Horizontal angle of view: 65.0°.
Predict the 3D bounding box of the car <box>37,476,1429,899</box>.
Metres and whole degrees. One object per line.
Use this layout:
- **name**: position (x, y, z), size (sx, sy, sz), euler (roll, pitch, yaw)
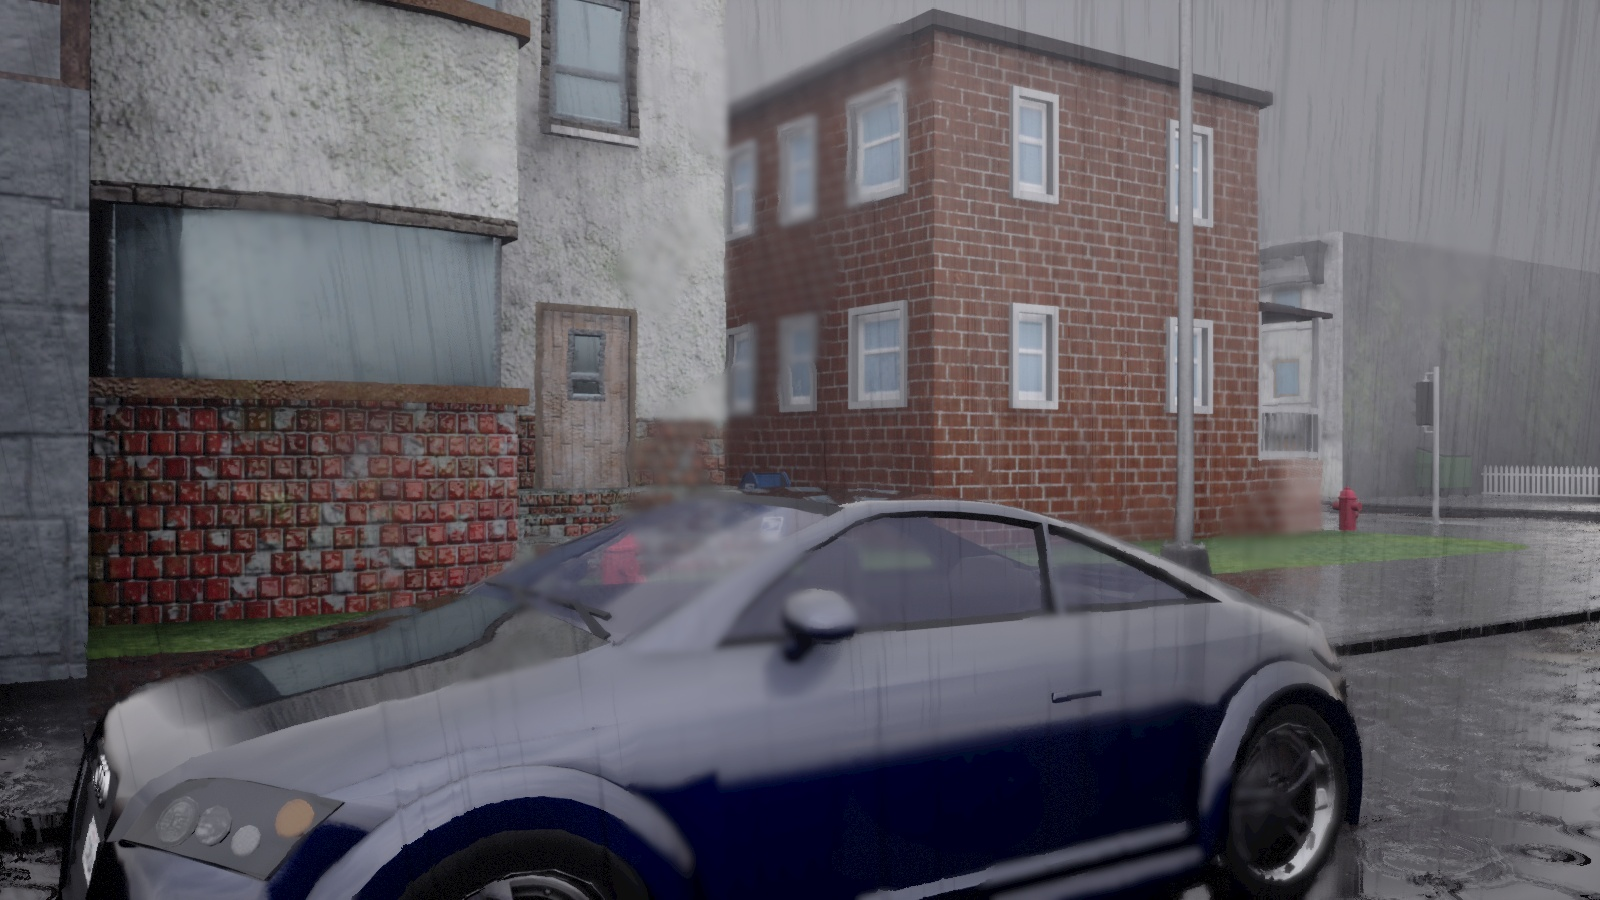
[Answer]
- **car**: position (-0.072, 0.819, 4.179), size (4.181, 1.385, 1.994), euler (0, 0, -32)
